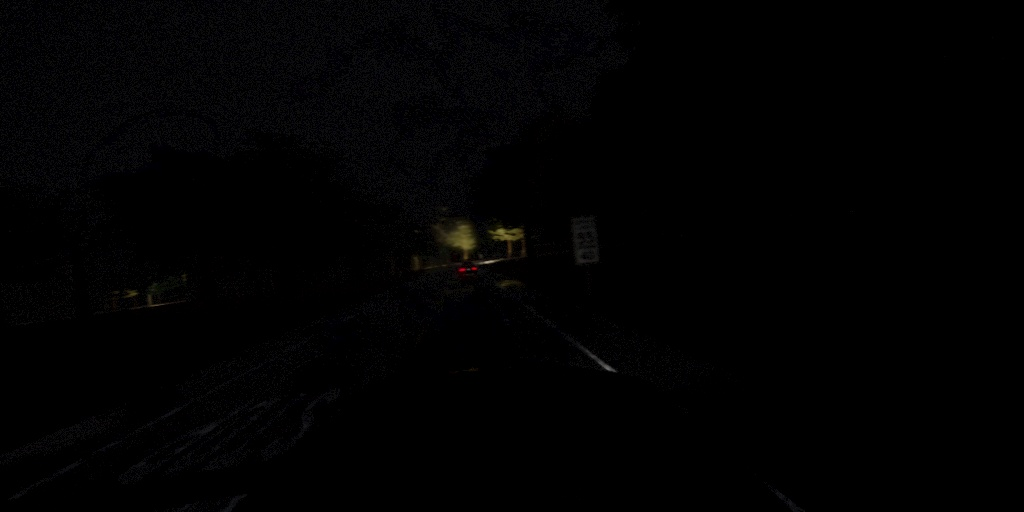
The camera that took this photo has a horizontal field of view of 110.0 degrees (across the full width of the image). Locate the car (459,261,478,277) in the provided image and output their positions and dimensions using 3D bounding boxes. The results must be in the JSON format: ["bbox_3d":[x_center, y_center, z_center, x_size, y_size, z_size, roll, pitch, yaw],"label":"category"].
[{"bbox_3d":[-4.738,1.411,38.877,2.033,1.411,5.357,-6,0,-8],"label":"car"}]
